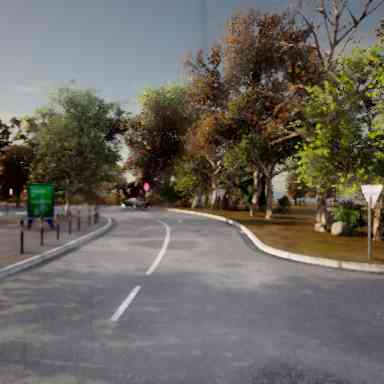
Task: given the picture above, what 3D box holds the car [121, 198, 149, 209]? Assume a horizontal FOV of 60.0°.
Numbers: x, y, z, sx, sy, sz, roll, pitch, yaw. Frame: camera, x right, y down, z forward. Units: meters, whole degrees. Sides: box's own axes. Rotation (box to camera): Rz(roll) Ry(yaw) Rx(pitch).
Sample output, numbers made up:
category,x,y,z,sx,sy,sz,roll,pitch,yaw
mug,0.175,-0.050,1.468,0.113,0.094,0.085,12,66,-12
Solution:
category,x,y,z,sx,sy,sz,roll,pitch,yaw
car,-7.793,1.518,44.930,2.128,1.511,4.902,1,0,-42
